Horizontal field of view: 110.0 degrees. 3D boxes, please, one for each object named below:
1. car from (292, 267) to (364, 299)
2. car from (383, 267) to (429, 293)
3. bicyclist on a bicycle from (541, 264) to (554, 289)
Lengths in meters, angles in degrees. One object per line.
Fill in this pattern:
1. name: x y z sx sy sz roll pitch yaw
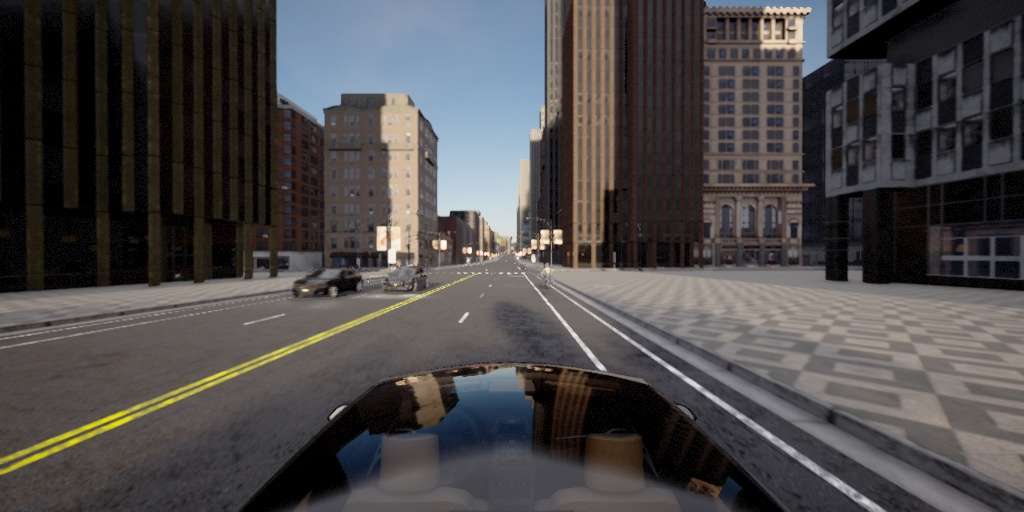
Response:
1. car: -9.850 1.385 19.567 1.882 1.535 5.008 0 -1 0
2. car: -6.600 1.443 22.747 1.837 1.490 4.892 0 -1 0
3. bicyclist on a bicycle: 2.250 1.280 22.884 0.866 1.612 1.509 0 1 0
